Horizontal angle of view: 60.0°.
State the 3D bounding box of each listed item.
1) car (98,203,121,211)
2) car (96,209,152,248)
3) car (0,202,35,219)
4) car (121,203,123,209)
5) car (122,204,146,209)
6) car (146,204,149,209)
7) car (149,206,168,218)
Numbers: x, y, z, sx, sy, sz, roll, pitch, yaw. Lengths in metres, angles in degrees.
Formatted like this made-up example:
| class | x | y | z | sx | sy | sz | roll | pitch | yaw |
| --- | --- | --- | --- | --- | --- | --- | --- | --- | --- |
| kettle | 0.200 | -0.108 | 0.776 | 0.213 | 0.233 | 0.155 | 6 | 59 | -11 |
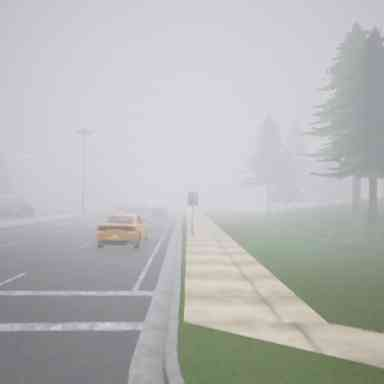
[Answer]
| class | x | y | z | sx | sy | sz | roll | pitch | yaw |
| --- | --- | --- | --- | --- | --- | --- | --- | --- | --- |
| car | -11.192 | 2.424 | 44.452 | 1.812 | 1.442 | 4.674 | 1 | -1 | -1 |
| car | -3.369 | 1.836 | 16.759 | 1.882 | 1.535 | 5.008 | 1 | -1 | -1 |
| car | -19.088 | 1.927 | 36.419 | 2.097 | 1.767 | 4.553 | 1 | -1 | -1 |
| car | -11.544 | 2.645 | 54.727 | 1.837 | 1.490 | 4.892 | 1 | -1 | -2 |
| car | -7.694 | 2.484 | 44.549 | 1.812 | 1.442 | 4.674 | 1 | -1 | -1 |
| car | -8.046 | 2.692 | 54.805 | 2.128 | 1.511 | 4.902 | 1 | -1 | -2 |
| car | -4.077 | 2.491 | 42.354 | 1.812 | 1.442 | 4.674 | 1 | -1 | -2 |
